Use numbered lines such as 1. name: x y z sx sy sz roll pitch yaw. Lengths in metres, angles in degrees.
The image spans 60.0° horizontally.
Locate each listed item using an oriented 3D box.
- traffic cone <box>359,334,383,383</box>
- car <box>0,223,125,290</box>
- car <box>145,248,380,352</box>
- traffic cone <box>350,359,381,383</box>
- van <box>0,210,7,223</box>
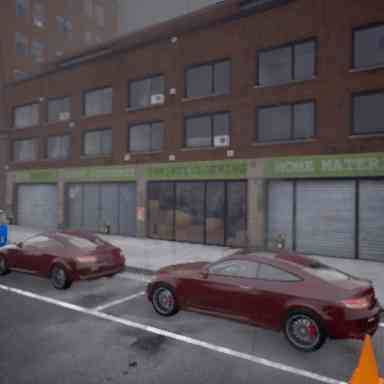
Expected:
1. traffic cone: 2.170 2.060 4.123 0.340 0.580 0.340 0 -1 32
2. car: -3.712 1.690 9.201 4.206 1.307 1.802 0 -1 32
3. car: 1.068 1.706 6.169 4.206 1.307 1.802 0 -1 32
4. traffic cone: 1.635 2.039 3.279 0.340 0.580 0.340 0 -1 32
5. van: -8.490 1.433 12.235 3.998 1.788 1.690 0 -1 32
